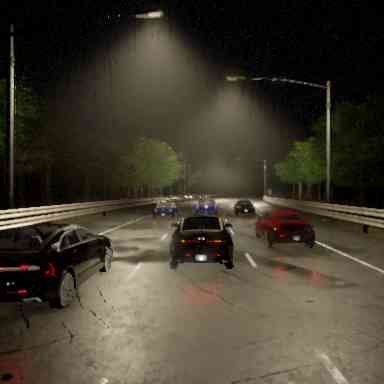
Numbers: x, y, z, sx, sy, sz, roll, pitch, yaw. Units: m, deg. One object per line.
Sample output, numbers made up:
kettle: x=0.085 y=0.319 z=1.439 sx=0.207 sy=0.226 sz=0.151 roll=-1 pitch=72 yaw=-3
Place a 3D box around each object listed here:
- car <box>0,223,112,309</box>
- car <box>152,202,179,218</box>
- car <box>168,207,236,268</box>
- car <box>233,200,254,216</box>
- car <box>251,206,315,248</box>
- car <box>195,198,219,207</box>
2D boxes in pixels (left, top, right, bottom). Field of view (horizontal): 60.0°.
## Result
car: x=-3.270 y=1.478 z=7.807 sx=2.128 sy=1.511 sz=4.902 roll=0 pitch=0 yaw=1
car: x=-2.206 y=1.565 z=29.670 sx=1.895 sy=1.301 sz=4.718 roll=0 pitch=0 yaw=4
car: x=0.323 y=1.491 z=11.252 sx=1.837 sy=1.490 sz=4.892 roll=0 pitch=0 yaw=2
car: x=5.018 y=1.494 z=32.119 sx=1.812 sy=1.442 sz=4.674 roll=0 pitch=0 yaw=5
car: x=3.926 y=1.511 z=14.527 sx=1.812 sy=1.442 sz=4.674 roll=0 pitch=0 yaw=2
car: x=1.410 y=1.318 z=30.871 sx=2.097 sy=1.767 sz=4.553 roll=0 pitch=0 yaw=4
